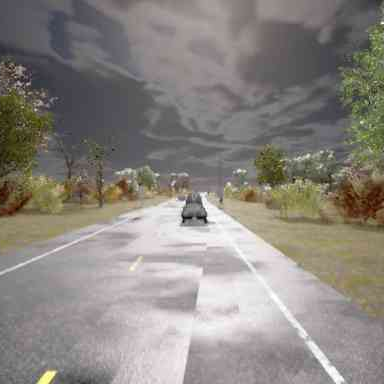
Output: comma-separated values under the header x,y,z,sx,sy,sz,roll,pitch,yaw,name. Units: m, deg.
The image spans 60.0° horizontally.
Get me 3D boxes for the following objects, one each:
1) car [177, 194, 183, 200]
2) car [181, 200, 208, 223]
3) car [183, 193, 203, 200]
x,y,z,sx,sy,sz,roll,pitch,yaw,name
-2.753,1.394,85.877,1.837,1.490,4.892,0,0,1,car
0.172,1.570,25.449,1.895,1.301,4.718,0,0,0,car
0.302,1.161,44.853,2.150,2.045,5.566,0,0,1,car
